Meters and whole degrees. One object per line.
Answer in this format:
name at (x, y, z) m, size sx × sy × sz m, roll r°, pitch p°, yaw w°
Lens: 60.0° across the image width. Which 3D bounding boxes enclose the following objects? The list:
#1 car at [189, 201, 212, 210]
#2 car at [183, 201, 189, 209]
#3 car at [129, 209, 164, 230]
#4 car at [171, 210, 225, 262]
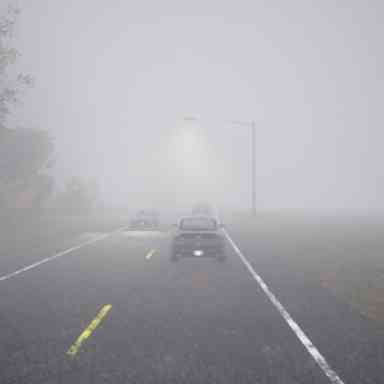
car at (1.113, 1.863, 36.719) m, size 2.097 × 1.767 × 4.553 m, roll 0°, pitch -1°, yaw 3°
car at (-0.507, 2.410, 64.170) m, size 2.128 × 1.511 × 4.902 m, roll 0°, pitch -1°, yaw 6°
car at (-3.161, 1.888, 23.546) m, size 1.994 × 1.385 × 4.181 m, roll 0°, pitch -1°, yaw 2°
car at (0.245, 1.685, 12.949) m, size 1.837 × 1.490 × 4.892 m, roll 0°, pitch 0°, yaw 1°
